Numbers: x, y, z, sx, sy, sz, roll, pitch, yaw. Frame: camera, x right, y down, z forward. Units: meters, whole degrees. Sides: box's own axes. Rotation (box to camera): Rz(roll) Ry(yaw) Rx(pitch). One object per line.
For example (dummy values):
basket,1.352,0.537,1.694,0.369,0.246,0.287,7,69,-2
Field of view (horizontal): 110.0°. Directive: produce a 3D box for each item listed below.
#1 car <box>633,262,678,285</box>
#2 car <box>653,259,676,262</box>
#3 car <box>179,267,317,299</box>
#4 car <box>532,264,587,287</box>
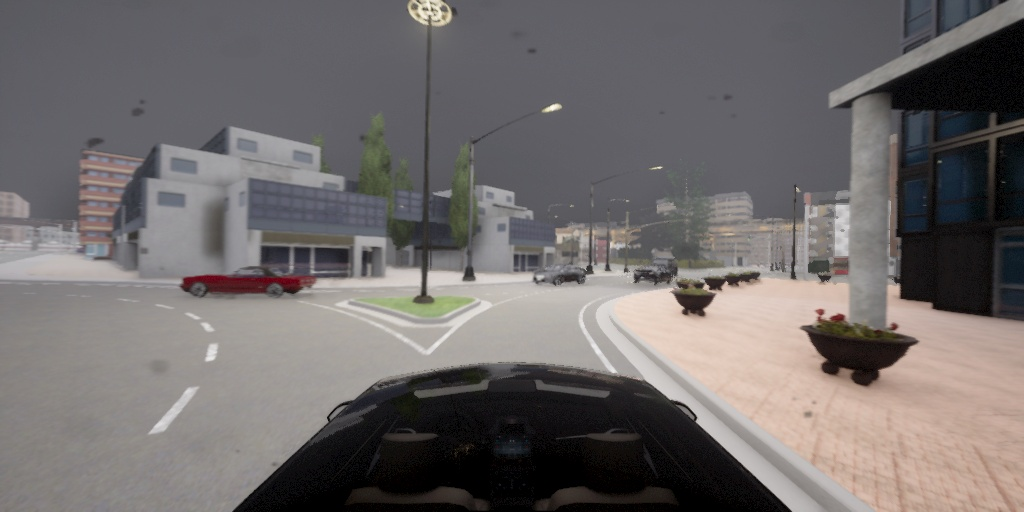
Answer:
car,11.451,1.485,29.054,2.128,1.511,4.902,1,0,40
car,17.570,1.334,41.772,2.150,2.045,5.566,1,0,41
car,-11.391,1.114,15.709,4.718,1.301,1.895,1,0,-8
car,3.460,1.316,25.565,2.128,1.511,4.902,1,0,43
